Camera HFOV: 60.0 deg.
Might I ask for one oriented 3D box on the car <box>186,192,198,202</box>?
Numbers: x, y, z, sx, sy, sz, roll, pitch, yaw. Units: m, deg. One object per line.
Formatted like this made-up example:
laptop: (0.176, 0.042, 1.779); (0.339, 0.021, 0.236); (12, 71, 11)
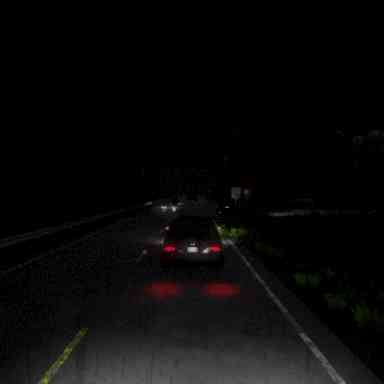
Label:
car: (-0.021, 1.052, 70.566); (2.150, 2.045, 5.566); (0, 0, 0)

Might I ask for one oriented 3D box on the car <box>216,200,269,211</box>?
car: (4.316, 1.378, 27.839); (4.902, 1.511, 2.128); (-1, 0, -32)

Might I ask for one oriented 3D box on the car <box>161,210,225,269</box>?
car: (0.037, 1.550, 11.176); (2.033, 1.411, 5.357); (0, 0, 1)

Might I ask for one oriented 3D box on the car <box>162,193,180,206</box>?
car: (-3.583, 1.233, 54.098); (2.150, 2.045, 5.566); (0, 0, 0)
